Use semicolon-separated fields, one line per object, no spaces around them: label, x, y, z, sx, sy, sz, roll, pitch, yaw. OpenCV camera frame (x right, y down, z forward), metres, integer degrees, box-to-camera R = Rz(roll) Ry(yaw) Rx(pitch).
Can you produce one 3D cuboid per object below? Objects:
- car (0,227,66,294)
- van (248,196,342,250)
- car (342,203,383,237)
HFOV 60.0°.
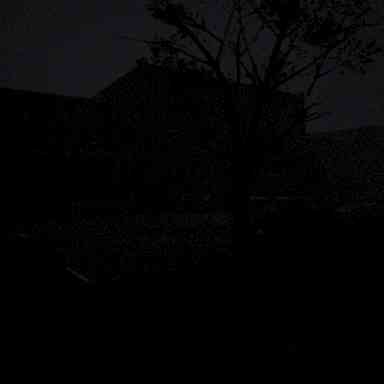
car;-5.145;1.472;7.020;4.674;1.452;2.002;-1;1;-35
van;3.769;1.144;13.413;4.442;1.987;1.878;-1;0;-33
car;8.394;1.315;16.721;4.892;1.521;2.231;1;0;-37
